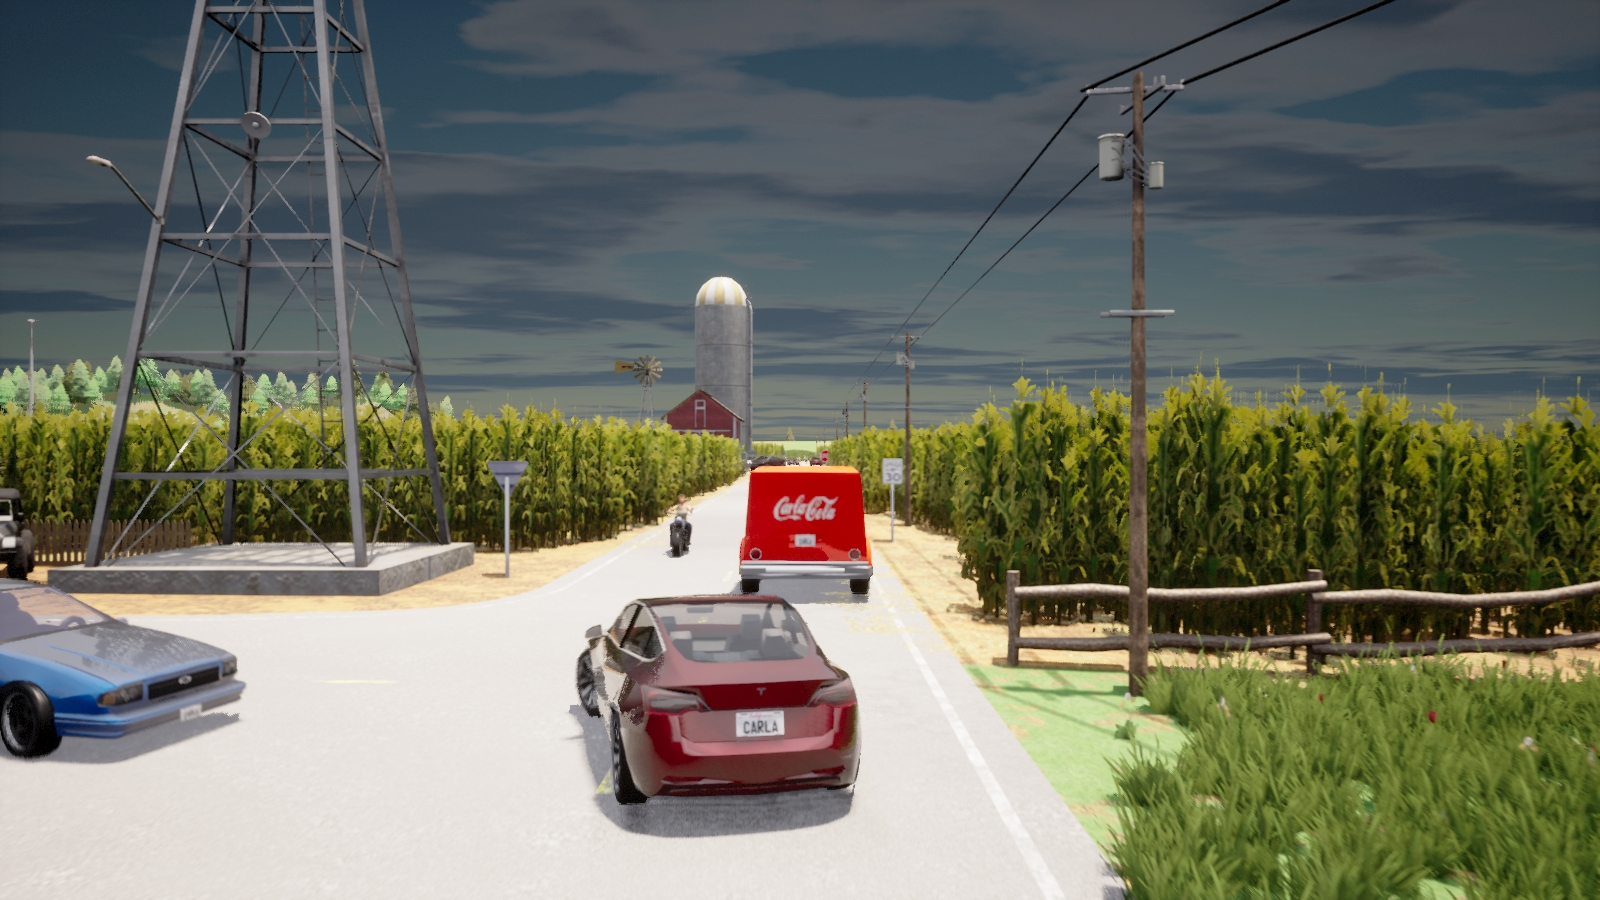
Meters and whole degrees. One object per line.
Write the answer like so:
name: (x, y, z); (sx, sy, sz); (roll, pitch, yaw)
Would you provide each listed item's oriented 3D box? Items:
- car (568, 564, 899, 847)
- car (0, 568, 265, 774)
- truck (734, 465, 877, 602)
car: (-0.914, 2.053, 10.614); (2.163, 1.488, 4.792); (1, 0, -15)
car: (-8.417, 2.016, 11.427); (5.357, 1.411, 2.033); (2, 0, 11)
truck: (0.098, 1.572, 23.612); (2.627, 2.467, 5.204); (0, 0, 0)
